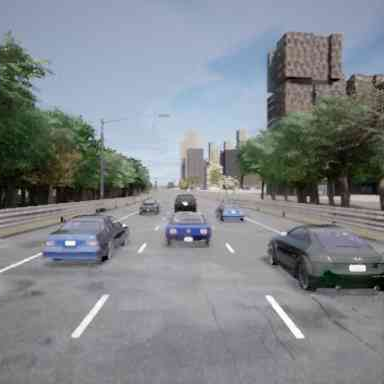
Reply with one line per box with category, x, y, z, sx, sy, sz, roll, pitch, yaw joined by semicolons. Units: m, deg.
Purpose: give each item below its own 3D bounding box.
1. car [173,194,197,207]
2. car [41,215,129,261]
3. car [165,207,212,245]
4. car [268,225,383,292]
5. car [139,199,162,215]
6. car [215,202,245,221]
car;-0.670;1.222;33.202;2.150;2.045;5.566;0;0;-2
car;-3.614;1.540;12.219;2.033;1.411;5.357;0;0;-1
car;-0.189;1.602;15.509;1.895;1.301;4.718;0;0;-1
car;3.452;1.572;9.019;1.994;1.385;4.181;0;0;-1
car;-4.194;1.484;33.836;2.128;1.511;4.902;0;0;-2
car;3.010;1.556;27.214;2.033;1.411;5.357;0;0;-2
